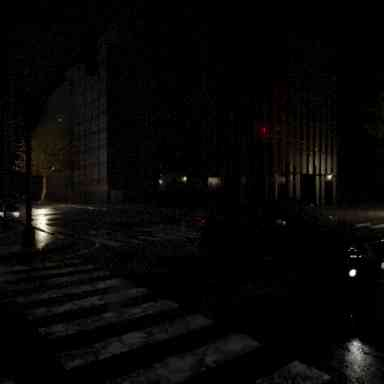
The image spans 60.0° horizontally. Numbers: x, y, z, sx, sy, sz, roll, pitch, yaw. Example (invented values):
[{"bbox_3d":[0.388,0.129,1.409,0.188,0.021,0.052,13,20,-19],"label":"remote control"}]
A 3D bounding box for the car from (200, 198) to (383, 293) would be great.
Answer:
[{"bbox_3d":[2.517,1.222,9.426,2.150,2.045,5.566,0,0,-37],"label":"car"}]

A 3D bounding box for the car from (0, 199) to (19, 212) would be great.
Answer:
[{"bbox_3d":[-25.514,1.816,46.212,2.097,1.767,4.553,0,-1,-37],"label":"car"}]
